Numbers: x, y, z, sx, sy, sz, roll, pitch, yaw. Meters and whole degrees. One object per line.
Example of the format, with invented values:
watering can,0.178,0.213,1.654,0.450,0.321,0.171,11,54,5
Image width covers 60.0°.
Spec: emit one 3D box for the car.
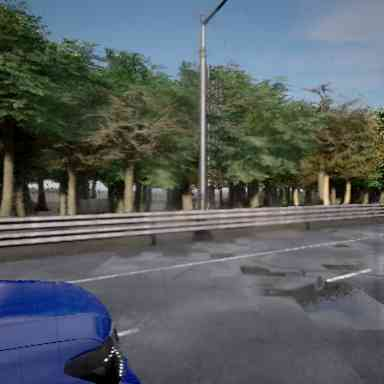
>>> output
car,-3.044,1.213,1.681,5.566,2.045,2.150,0,0,-35
